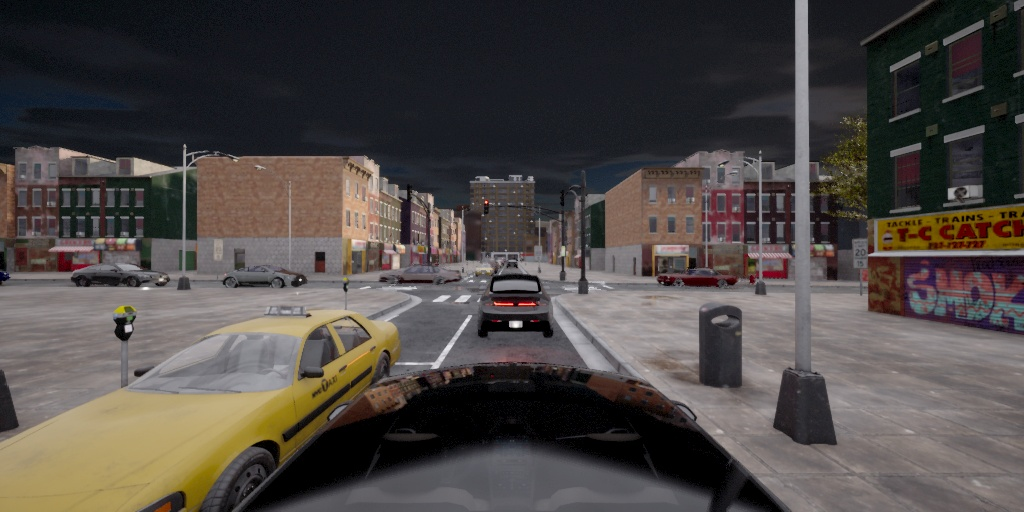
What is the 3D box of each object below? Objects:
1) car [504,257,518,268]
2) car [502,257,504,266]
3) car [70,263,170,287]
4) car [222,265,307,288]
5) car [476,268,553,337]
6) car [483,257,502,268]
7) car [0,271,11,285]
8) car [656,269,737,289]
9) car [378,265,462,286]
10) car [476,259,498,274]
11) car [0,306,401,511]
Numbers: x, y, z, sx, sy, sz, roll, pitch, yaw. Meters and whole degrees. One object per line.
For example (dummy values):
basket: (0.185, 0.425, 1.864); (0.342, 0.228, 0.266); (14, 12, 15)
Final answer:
car: (0.029, 1.304, 60.763); (1.882, 1.535, 5.008); (0, 0, 0)
car: (-2.710, 1.358, 63.112); (1.751, 1.417, 4.829); (0, 0, 0)
car: (-23.022, 1.120, 21.133); (4.674, 1.442, 1.812); (0, 0, 0)
car: (-14.501, 1.220, 21.183); (4.181, 1.385, 1.994); (0, 0, 0)
car: (0.086, 1.257, 10.320); (1.837, 1.490, 4.892); (0, 0, 0)
car: (-2.685, 1.100, 41.507); (2.192, 1.841, 5.009); (0, 0, 0)
car: (-32.919, 1.144, 21.071); (4.718, 1.301, 1.895); (0, 0, 0)
car: (12.401, 1.518, 24.307); (4.718, 1.301, 1.895); (1, 0, -1)
car: (-6.085, 1.279, 24.183); (5.357, 1.411, 2.033); (0, 0, 0)
car: (-2.678, 1.302, 35.894); (1.751, 1.417, 4.829); (0, 0, 0)
car: (-2.640, 1.275, 3.937); (1.751, 1.417, 4.829); (0, 0, 0)
